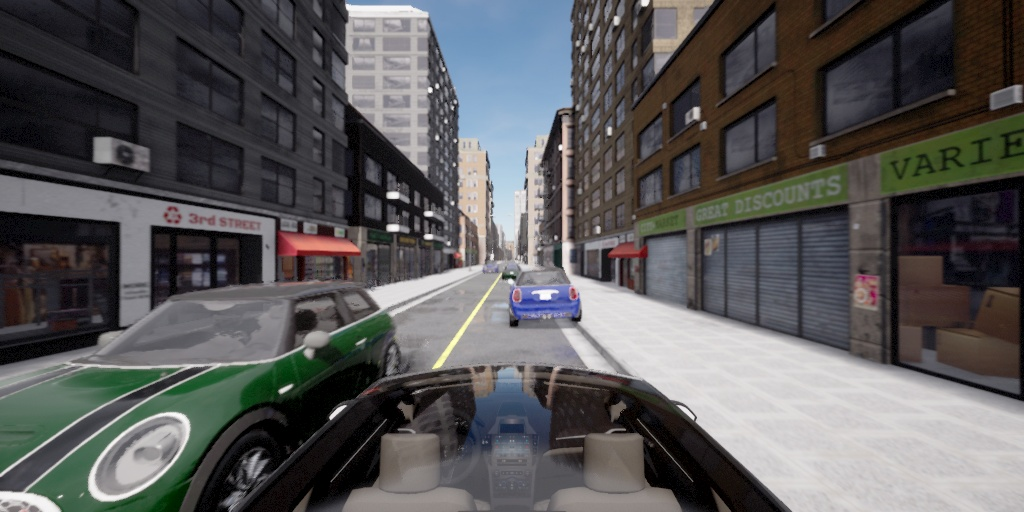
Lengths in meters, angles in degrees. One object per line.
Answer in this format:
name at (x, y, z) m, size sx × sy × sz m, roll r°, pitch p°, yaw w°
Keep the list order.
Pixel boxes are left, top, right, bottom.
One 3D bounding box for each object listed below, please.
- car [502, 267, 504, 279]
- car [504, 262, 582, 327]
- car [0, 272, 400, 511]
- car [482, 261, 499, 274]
car at (0.034, 1.542, 35.210) m, size 1.994 × 1.385 × 4.181 m, roll 0°, pitch 0°, yaw 1°
car at (0.927, 1.143, 12.024) m, size 2.097 × 1.767 × 4.553 m, roll -2°, pitch 0°, yaw 0°
car at (-2.851, 1.118, 3.881) m, size 2.097 × 1.767 × 4.553 m, roll 0°, pitch 0°, yaw 0°
car at (-2.837, 1.410, 48.236) m, size 2.097 × 1.767 × 4.553 m, roll 0°, pitch 0°, yaw 0°
